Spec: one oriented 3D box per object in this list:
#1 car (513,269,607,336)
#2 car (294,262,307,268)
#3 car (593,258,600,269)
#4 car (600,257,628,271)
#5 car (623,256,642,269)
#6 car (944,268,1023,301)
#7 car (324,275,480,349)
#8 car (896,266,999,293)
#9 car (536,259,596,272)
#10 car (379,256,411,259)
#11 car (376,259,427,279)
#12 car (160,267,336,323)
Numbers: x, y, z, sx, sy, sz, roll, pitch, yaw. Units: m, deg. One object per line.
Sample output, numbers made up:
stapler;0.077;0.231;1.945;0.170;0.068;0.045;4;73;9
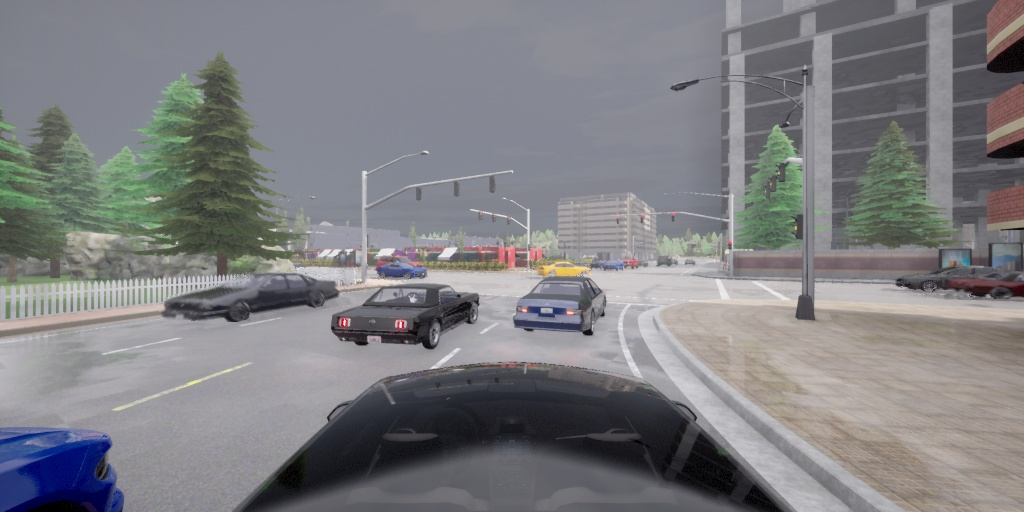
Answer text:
car;1.655;1.297;10.576;2.033;1.411;5.357;0;0;20
car;-25.036;1.353;40.596;5.357;1.411;2.033;0;0;30
car;13.270;1.351;54.817;1.895;1.301;4.718;0;0;30
car;13.943;1.228;48.927;1.882;1.535;5.008;0;0;30
car;18.721;0.972;57.301;2.150;2.045;5.566;0;0;30
car;23.871;1.406;16.394;4.718;1.301;1.895;0;0;30
car;-2.278;1.351;9.211;1.895;1.301;4.718;0;0;11
car;24.995;1.310;20.017;4.892;1.490;1.837;0;0;30
car;4.730;1.271;32.759;5.008;1.535;1.882;0;1;-14
car;-11.488;1.027;36.815;5.566;2.045;2.150;0;0;30
car;-9.715;1.283;31.748;5.008;1.535;1.882;0;0;30
car;-8.547;1.297;12.520;2.033;1.411;5.357;0;0;15
